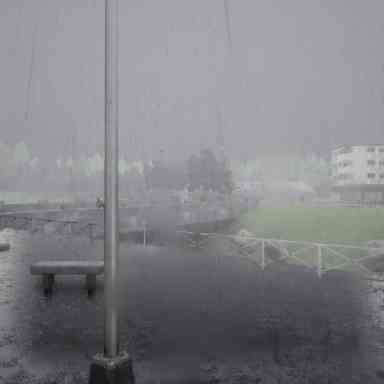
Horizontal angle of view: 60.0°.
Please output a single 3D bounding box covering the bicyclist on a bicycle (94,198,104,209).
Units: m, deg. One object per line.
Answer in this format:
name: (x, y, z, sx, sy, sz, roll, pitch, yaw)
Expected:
bicyclist on a bicycle: (-8.304, 1.349, 29.832, 1.656, 1.620, 0.582, 0, 0, 35)
